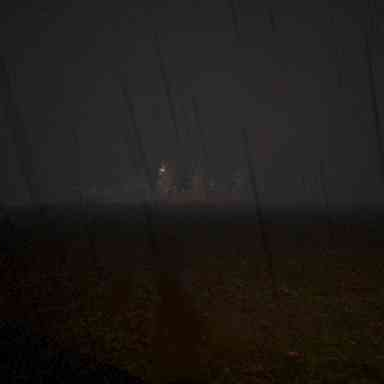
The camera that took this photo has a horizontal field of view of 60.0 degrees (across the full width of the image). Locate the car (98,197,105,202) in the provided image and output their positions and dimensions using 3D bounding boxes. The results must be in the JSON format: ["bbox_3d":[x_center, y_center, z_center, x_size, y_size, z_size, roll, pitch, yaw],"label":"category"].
[{"bbox_3d":[-23.633,1.699,81.764,2.128,1.511,4.902,0,0,31],"label":"car"}]

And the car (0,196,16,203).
[{"bbox_3d":[-39.751,1.632,70.256,1.812,1.442,4.674,0,0,34],"label":"car"}]
